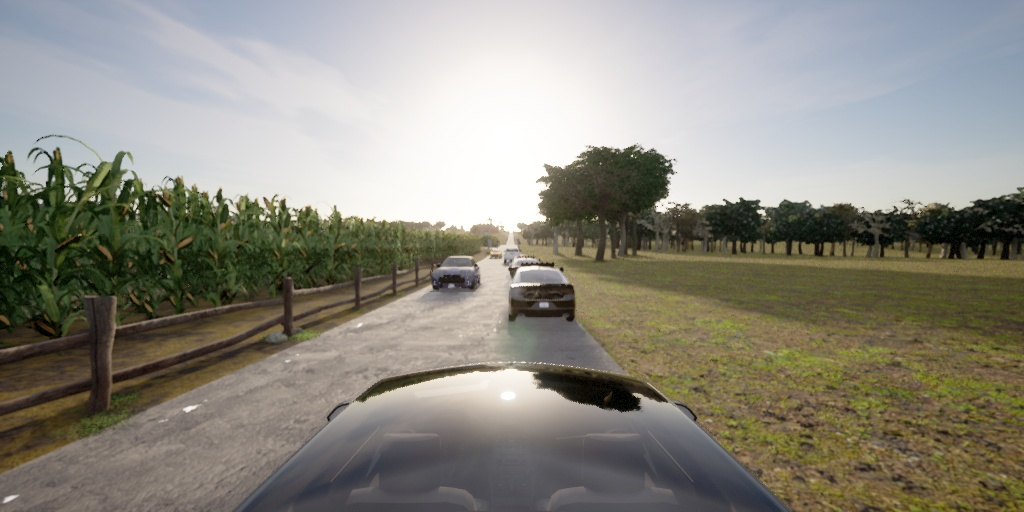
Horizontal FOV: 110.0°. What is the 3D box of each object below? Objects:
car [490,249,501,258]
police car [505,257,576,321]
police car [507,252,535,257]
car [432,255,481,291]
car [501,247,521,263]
[{"bbox_3d":[-2.786,-0.420,62.427,1.882,1.535,5.008,0,3,1],"label":"car"},{"bbox_3d":[0.827,1.007,11.811,1.930,1.638,5.238,0,1,0],"label":"police car"},{"bbox_3d":[0.829,0.800,21.810,1.930,1.638,5.238,0,1,0],"label":"police car"},{"bbox_3d":[-2.845,0.789,19.141,2.097,1.767,4.553,0,1,0],"label":"car"},{"bbox_3d":[0.033,-0.153,49.005,2.150,2.045,5.566,0,1,1],"label":"car"}]
